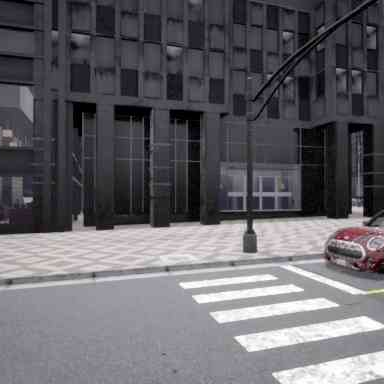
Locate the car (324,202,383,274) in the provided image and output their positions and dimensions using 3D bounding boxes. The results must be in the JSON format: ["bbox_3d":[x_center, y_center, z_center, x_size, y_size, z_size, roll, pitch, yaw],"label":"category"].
[{"bbox_3d":[6.135,1.245,9.538,4.553,1.767,2.097,-1,0,-17],"label":"car"}]

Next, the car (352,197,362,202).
[{"bbox_3d":[20.315,1.092,45.459,2.097,1.767,4.553,0,-1,-17],"label":"car"}]
